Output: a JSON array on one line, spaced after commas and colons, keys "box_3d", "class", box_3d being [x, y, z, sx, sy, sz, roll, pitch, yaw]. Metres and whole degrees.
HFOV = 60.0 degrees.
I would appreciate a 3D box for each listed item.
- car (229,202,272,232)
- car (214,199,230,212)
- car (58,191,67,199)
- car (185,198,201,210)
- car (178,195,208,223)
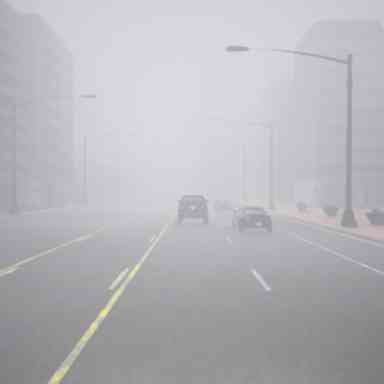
[{"box_3d": [3.532, 1.524, 19.893, 1.812, 1.442, 4.674, 0, 0, 1], "class": "car"}, {"box_3d": [3.581, 1.529, 38.555, 2.033, 1.411, 5.357, 0, 0, 0], "class": "car"}, {"box_3d": [-25.990, 0.563, 64.861, 1.970, 1.475, 3.806, 0, 2, 0], "class": "car"}, {"box_3d": [0.085, 1.507, 43.303, 1.994, 1.385, 4.181, 0, 1, 0], "class": "car"}, {"box_3d": [0.074, 1.218, 25.349, 2.150, 2.045, 5.566, 0, 0, 0], "class": "car"}]
